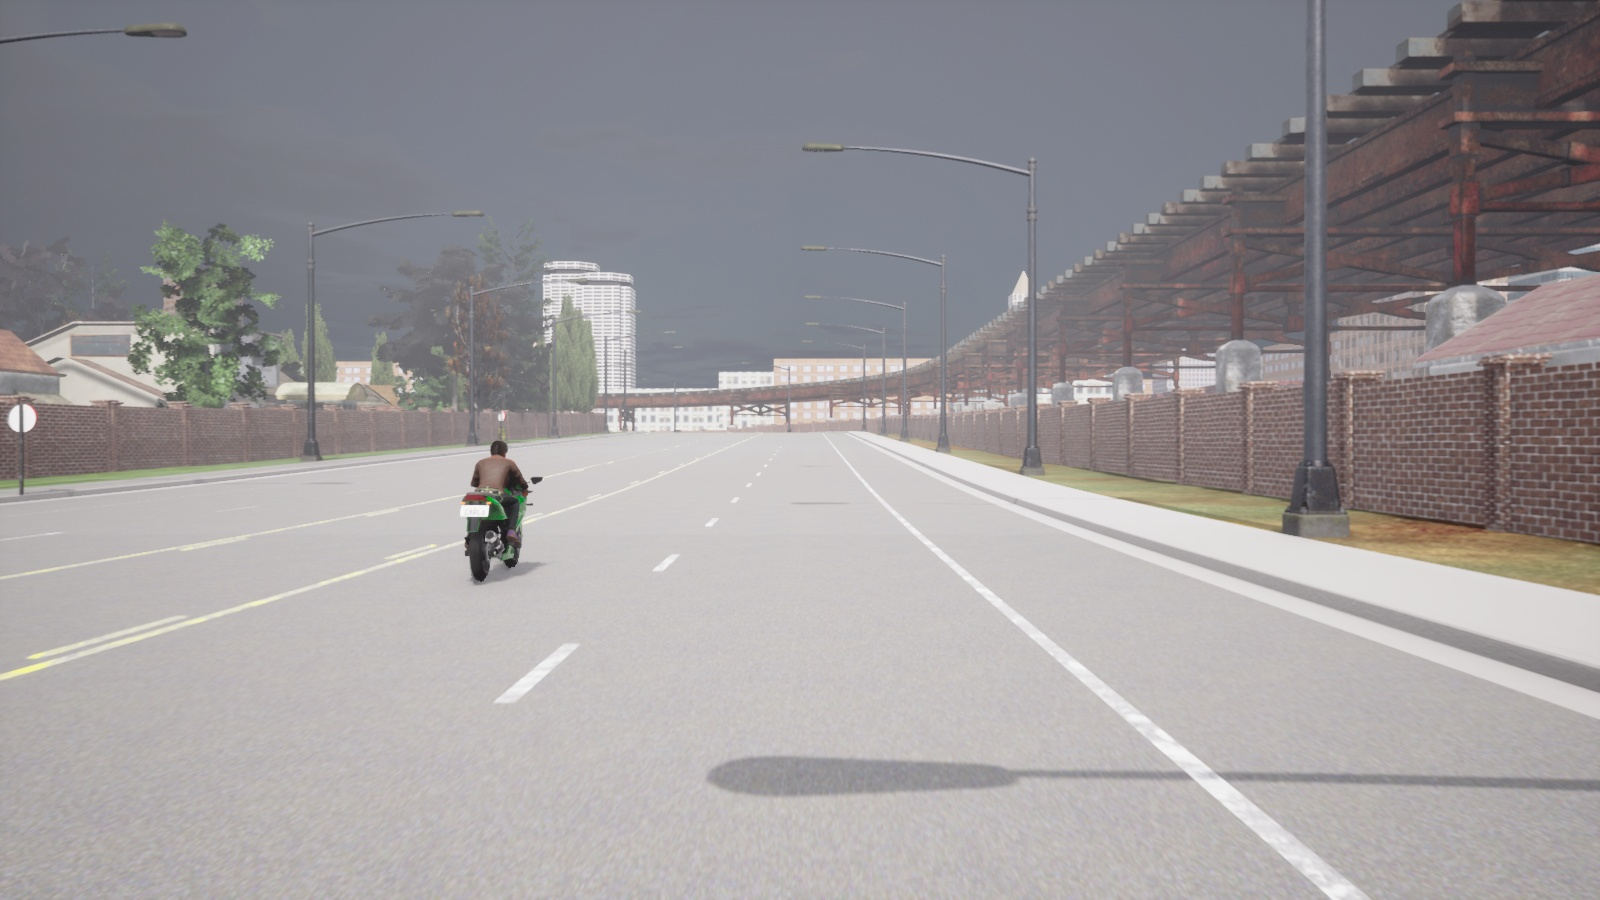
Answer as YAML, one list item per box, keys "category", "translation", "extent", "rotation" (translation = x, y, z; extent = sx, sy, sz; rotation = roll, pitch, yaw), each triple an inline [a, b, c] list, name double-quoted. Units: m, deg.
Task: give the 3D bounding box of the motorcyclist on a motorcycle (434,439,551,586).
- category: "motorcyclist on a motorcycle"
  translation: [-3.403, 0.645, 14.095]
  extent: [0.797, 1.523, 2.044]
  rotation: [0, 0, 0]
